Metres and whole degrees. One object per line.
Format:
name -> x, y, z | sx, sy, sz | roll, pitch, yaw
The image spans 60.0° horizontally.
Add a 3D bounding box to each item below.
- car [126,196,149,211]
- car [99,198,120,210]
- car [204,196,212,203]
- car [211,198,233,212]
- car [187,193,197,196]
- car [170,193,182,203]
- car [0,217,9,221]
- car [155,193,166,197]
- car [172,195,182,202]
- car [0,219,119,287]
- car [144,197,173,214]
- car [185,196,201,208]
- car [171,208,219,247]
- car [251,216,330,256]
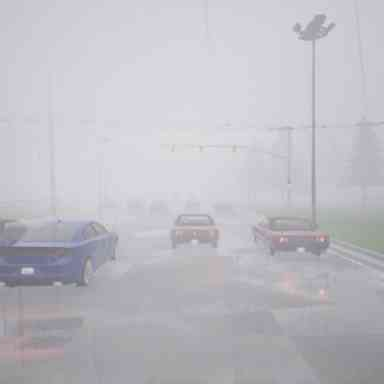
car -> -6.897, 1.522, 41.284 | 1.837, 1.490, 4.892 | 0, 0, 0
car -> -10.399, 1.509, 42.155 | 2.128, 1.511, 4.902 | 0, 0, 0
car -> 3.501, 1.569, 71.528 | 2.033, 1.411, 5.357 | 0, 0, 0
car -> 3.601, 1.616, 38.983 | 1.895, 1.301, 4.718 | 0, 0, 0
car -> 0.001, 1.256, 74.280 | 2.150, 2.045, 5.566 | 0, 0, 0
car -> -3.499, 1.254, 69.631 | 2.150, 2.045, 5.566 | 0, 0, 0
car -> -6.898, 1.606, 11.809 | 1.895, 1.301, 4.718 | 0, 0, 0
car -> -6.999, 1.255, 73.244 | 2.150, 2.045, 5.566 | 0, 0, 0
car -> -3.499, 1.504, 80.066 | 2.128, 1.511, 4.902 | 0, 0, 0
car -> -3.401, 1.482, 9.362 | 1.882, 1.535, 5.008 | 0, 0, 0
car -> -3.398, 1.562, 34.828 | 2.033, 1.411, 5.357 | 0, 0, 0
car -> 0.099, 1.543, 43.217 | 1.812, 1.442, 4.674 | 0, 0, 0
car -> 0.101, 1.607, 14.975 | 1.895, 1.301, 4.718 | 0, 0, 0
car -> 3.601, 1.606, 13.181 | 1.895, 1.301, 4.718 | 0, 0, 0
